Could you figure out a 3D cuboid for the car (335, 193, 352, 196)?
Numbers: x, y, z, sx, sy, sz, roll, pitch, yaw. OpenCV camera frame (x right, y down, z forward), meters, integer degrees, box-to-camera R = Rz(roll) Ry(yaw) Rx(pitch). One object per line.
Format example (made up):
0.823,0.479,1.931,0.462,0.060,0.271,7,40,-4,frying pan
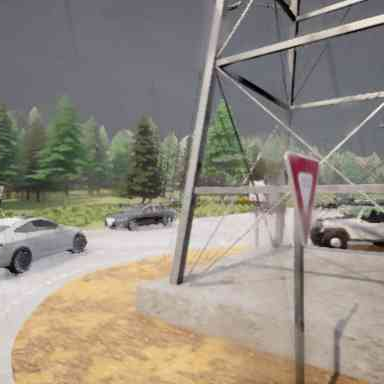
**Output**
22.066,1.143,48.199,2.150,2.045,5.566,0,0,36,car

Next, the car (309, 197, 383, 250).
6.320,1.230,12.286,3.866,1.878,1.905,0,0,5,car

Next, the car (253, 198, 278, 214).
8.141,1.448,35.160,1.837,1.490,4.892,0,0,36,car

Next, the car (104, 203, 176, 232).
-2.993,1.436,19.877,2.128,1.511,4.902,0,0,36,car

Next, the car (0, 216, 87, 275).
-5.134,1.474,10.258,1.812,1.442,4.674,-3,1,12,car
